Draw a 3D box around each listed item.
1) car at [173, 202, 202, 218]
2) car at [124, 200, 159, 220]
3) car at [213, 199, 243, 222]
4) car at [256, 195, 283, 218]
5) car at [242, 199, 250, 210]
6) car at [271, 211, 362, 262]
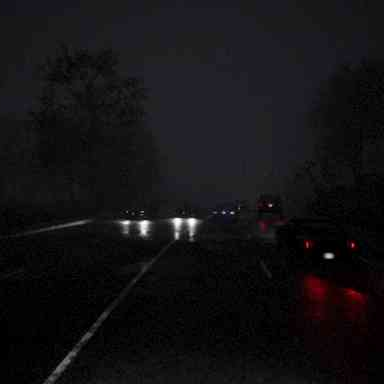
[{"bbox_3d":[-0.315,1.566,29.912,1.994,1.385,4.181,0,0,11],"label":"car"},{"bbox_3d":[-4.171,1.496,28.390,1.837,1.490,4.892,0,-1,11],"label":"car"},{"bbox_3d":[2.764,1.558,26.580,2.033,1.411,5.357,0,0,10],"label":"car"},{"bbox_3d":[7.053,1.247,30.261,2.150,2.045,5.566,0,0,11],"label":"car"},{"bbox_3d":[6.294,1.579,42.520,1.994,1.385,4.181,0,0,14],"label":"car"},{"bbox_3d":[4.291,1.614,12.141,1.895,1.301,4.718,0,0,5],"label":"car"}]
